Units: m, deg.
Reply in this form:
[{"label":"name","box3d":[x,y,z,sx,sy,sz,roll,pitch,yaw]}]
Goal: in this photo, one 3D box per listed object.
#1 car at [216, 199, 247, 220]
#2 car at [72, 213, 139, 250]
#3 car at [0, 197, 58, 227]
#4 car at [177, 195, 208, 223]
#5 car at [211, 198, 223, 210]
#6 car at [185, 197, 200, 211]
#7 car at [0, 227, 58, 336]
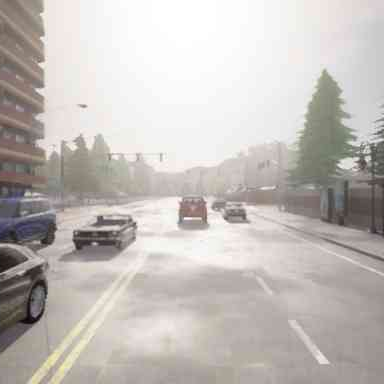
[{"label":"car","box3d":[3.563,1.595,28.916,2.033,1.411,5.357,0,0,0]},{"label":"car","box3d":[-3.592,1.626,14.567,1.895,1.301,4.718,0,0,0]},{"label":"car","box3d":[-7.097,1.244,12.743,2.150,2.045,5.566,0,0,0]},{"label":"car","box3d":[0.056,1.266,25.942,2.150,2.045,5.566,0,0,0]},{"label":"car","box3d":[3.534,1.545,43.854,1.882,1.535,5.008,0,0,0]},{"label":"car","box3d":[0.051,1.538,43.854,1.882,1.535,5.008,0,0,0]},{"label":"car","box3d":[-3.601,1.514,4.429,1.837,1.490,4.892,0,0,0]}]
